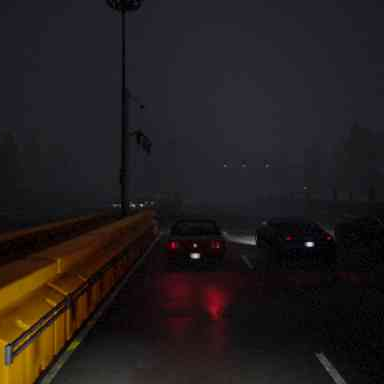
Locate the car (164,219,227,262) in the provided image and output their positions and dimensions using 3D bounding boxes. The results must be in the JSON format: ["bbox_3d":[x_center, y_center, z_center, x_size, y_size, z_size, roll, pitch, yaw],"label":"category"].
[{"bbox_3d":[0.128,1.616,12.128,1.895,1.301,4.718,0,0,1],"label":"car"}]

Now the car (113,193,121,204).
[{"bbox_3d":[-13.679,1.302,64.411,2.150,2.045,5.566,0,0,1],"label":"car"}]

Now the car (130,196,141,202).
[{"bbox_3d":[-13.588,1.654,79.912,1.994,1.385,4.181,0,0,0],"label":"car"}]

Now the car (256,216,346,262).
[{"bbox_3d":[3.632,1.580,12.234,1.994,1.385,4.181,0,0,0],"label":"car"}]

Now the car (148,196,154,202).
[{"bbox_3d":[-10.089,1.626,79.719,1.812,1.442,4.674,0,0,0],"label":"car"}]

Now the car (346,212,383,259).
[{"bbox_3d":[7.132,1.508,12.598,2.128,1.511,4.902,0,0,1],"label":"car"}]

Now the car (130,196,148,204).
[{"bbox_3d":[-10.185,1.607,64.114,1.812,1.442,4.674,0,0,1],"label":"car"}]
